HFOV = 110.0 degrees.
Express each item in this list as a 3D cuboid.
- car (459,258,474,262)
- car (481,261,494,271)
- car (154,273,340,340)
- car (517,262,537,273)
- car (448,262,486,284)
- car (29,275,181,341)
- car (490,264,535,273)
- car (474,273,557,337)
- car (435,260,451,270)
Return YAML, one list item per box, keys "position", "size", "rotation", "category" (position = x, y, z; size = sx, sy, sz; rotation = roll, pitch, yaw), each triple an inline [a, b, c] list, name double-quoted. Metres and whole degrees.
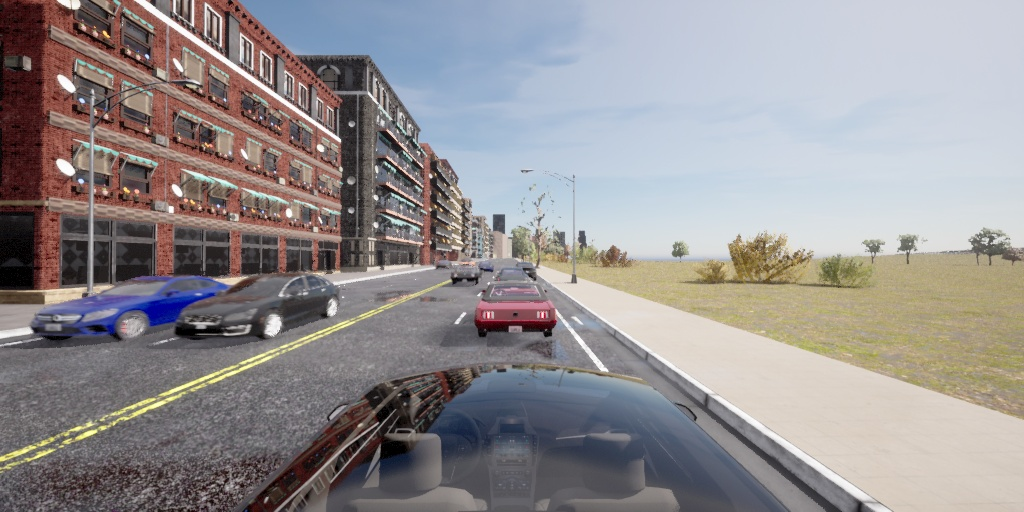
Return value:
- position: [-6.752, 1.104, 53.322]
  size: [2.097, 1.767, 4.553]
  rotation: [0, 0, 0]
  category: "car"
- position: [-3.279, 1.316, 44.943]
  size: [1.994, 1.385, 4.181]
  rotation: [0, 0, 0]
  category: "car"
- position: [-6.627, 1.256, 10.060]
  size: [1.837, 1.490, 4.892]
  rotation: [0, 0, 0]
  category: "car"
- position: [1.049, 1.259, 30.270]
  size: [1.837, 1.490, 4.892]
  rotation: [0, 0, 0]
  category: "car"
- position: [-3.227, 1.354, 26.493]
  size: [1.895, 1.301, 4.718]
  rotation: [0, 0, 0]
  category: "car"
- position: [-9.877, 1.277, 10.036]
  size: [1.812, 1.442, 4.674]
  rotation: [0, 0, 0]
  category: "car"
- position: [0.034, 1.317, 20.277]
  size: [1.994, 1.385, 4.181]
  rotation: [0, 0, 0]
  category: "car"
- position: [0.074, 1.352, 10.246]
  size: [1.895, 1.301, 4.718]
  rotation: [0, 0, 0]
  category: "car"
- position: [-10.005, 1.299, 52.993]
  size: [2.033, 1.411, 5.357]
  rotation: [0, 0, 0]
  category: "car"
